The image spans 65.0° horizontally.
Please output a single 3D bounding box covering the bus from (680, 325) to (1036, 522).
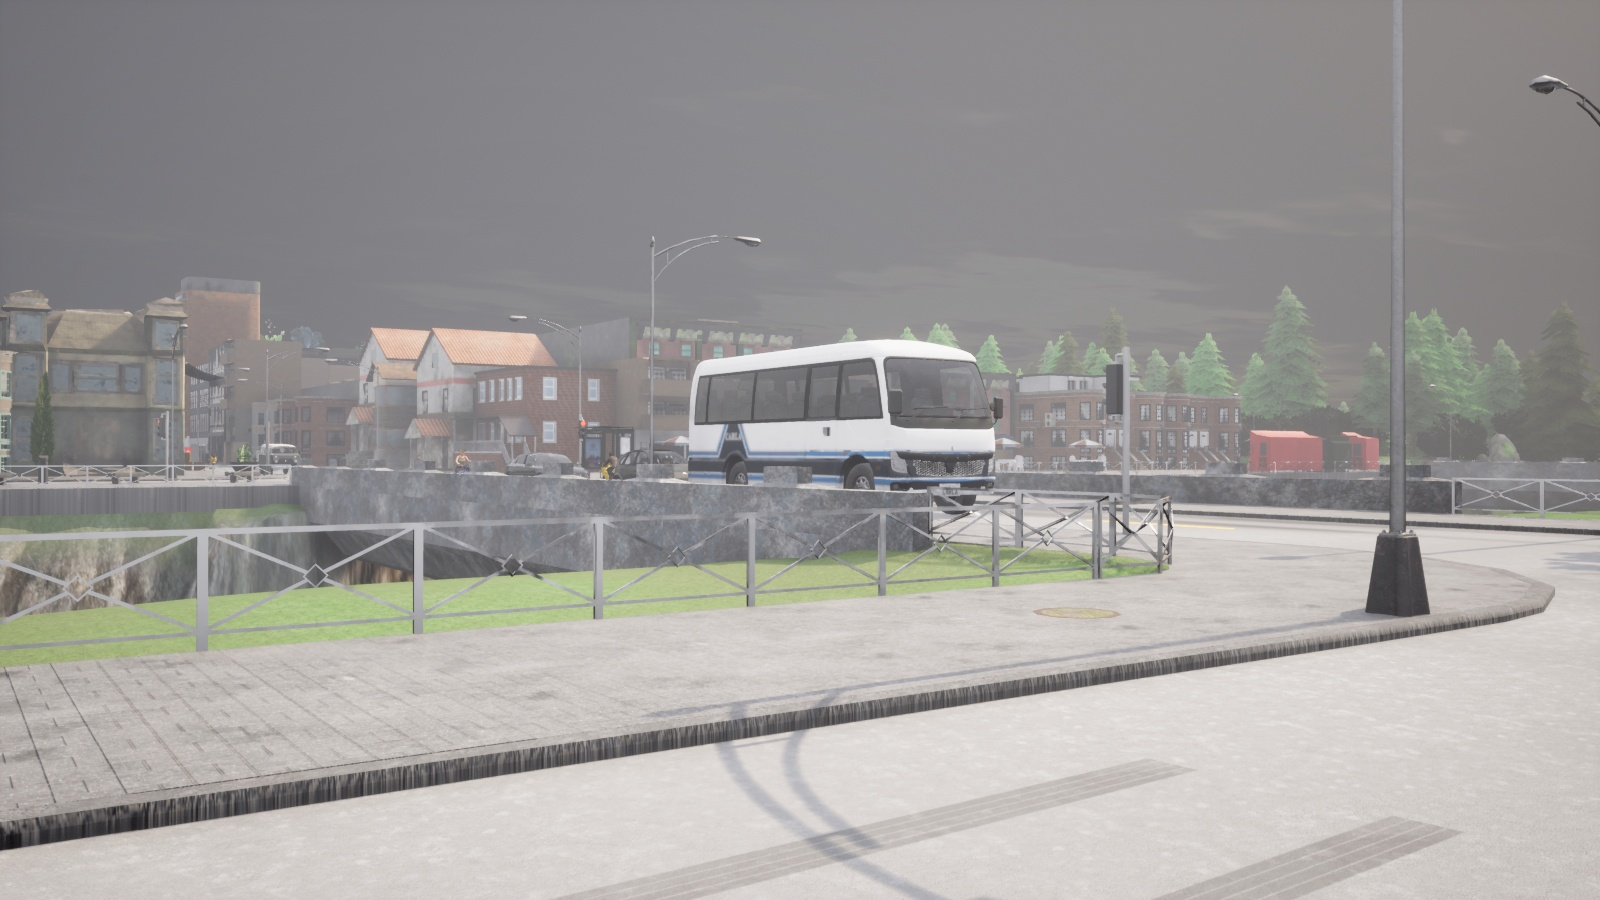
[{"bbox_3d":[1.029,-0.554,32.420,3.944,4.253,10.273,0,0,-33],"label":"bus"}]

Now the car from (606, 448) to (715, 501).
[{"bbox_3d":[-4.535,0.751,40.350,1.851,1.617,3.988,0,0,-33],"label":"car"}]

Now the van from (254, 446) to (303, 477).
[{"bbox_3d":[-34.689,0.746,83.502,2.069,2.038,4.480,0,0,-35],"label":"van"}]

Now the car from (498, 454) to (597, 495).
[{"bbox_3d":[-9.613,0.886,47.507,1.837,1.490,4.892,0,0,-36],"label":"car"}]
